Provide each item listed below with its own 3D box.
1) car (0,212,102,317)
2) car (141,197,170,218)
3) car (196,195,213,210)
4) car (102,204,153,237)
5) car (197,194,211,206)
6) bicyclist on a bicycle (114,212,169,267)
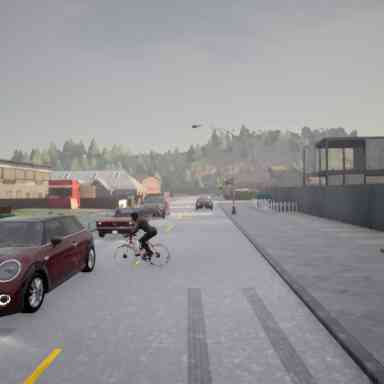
[{"bbox_3d":[-3.871,1.351,7.621,2.097,1.767,4.553,-1,0,2],"label":"car"},{"bbox_3d":[-3.115,1.217,27.903,2.097,1.767,4.553,-1,0,2],"label":"car"},{"bbox_3d":[1.405,1.357,37.821,1.895,1.301,4.718,-1,0,2],"label":"car"},{"bbox_3d":[-3.503,1.534,17.646,1.895,1.301,4.718,-1,0,2],"label":"car"},{"bbox_3d":[1.764,1.165,48.323,1.882,1.535,5.008,-1,0,3],"label":"car"},{"bbox_3d":[-1.490,1.413,9.731,1.656,1.620,0.582,-2,0,2],"label":"bicyclist on a bicycle"}]
